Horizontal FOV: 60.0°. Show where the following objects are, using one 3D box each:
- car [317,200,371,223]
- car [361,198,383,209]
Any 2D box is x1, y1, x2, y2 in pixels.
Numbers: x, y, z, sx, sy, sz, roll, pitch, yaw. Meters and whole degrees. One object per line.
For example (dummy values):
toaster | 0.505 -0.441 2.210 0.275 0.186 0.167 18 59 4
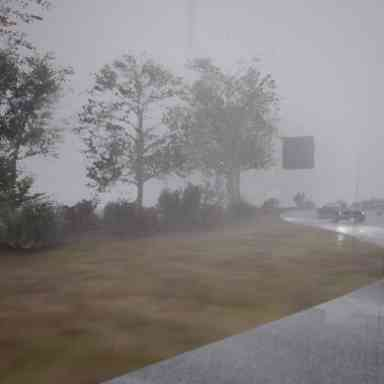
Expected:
car | 10.641 1.457 23.996 1.895 1.301 4.718 0 0 4
car | 20.263 1.319 37.865 4.181 1.385 1.994 0 0 -14
